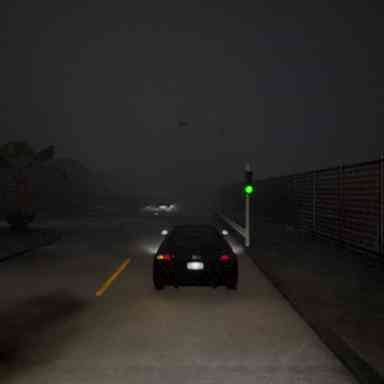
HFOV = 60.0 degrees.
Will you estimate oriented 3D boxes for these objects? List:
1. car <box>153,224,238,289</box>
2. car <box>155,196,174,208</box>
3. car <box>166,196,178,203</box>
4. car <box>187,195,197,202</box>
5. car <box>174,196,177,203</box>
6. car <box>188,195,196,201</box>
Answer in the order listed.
[{"bbox_3d":[0.079,1.551,9.140,1.994,1.385,4.181,0,0,0],"label":"car"},{"bbox_3d":[-4.119,1.409,47.874,1.882,1.535,5.008,0,0,0],"label":"car"},{"bbox_3d":[-4.038,1.450,67.448,2.033,1.411,5.357,0,0,0],"label":"car"},{"bbox_3d":[-0.039,1.421,71.564,1.812,1.442,4.674,0,0,0],"label":"car"},{"bbox_3d":[-4.096,1.409,57.139,2.128,1.511,4.902,0,0,0],"label":"car"},{"bbox_3d":[-0.047,1.406,81.805,1.812,1.442,4.674,0,0,0],"label":"car"}]
